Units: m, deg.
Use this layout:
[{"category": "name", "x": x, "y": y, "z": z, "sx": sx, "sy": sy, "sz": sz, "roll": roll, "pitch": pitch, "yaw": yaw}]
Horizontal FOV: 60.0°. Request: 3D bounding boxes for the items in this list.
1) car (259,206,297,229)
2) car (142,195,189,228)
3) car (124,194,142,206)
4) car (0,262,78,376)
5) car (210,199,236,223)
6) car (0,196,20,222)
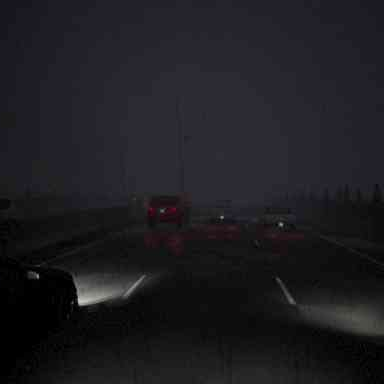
[{"category": "car", "x": 5.466, "y": 1.599, "z": 21.730, "sx": 1.895, "sy": 1.301, "sz": 4.718, "roll": 0, "pitch": 0, "yaw": 6}, {"category": "car", "x": -1.491, "y": 1.205, "z": 22.495, "sx": 2.150, "sy": 2.045, "sz": 5.566, "roll": 0, "pitch": 0, "yaw": 6}, {"category": "car", "x": -9.075, "y": 1.115, "z": 51.725, "sx": 2.097, "sy": 1.767, "sz": 4.553, "roll": 0, "pitch": 0, "yaw": 6}, {"category": "car", "x": -3.114, "y": 1.555, "z": 4.340, "sx": 1.994, "sy": 1.385, "sz": 4.181, "roll": 0, "pitch": 0, "yaw": 3}, {"category": "car", "x": 2.323, "y": 1.516, "z": 25.273, "sx": 1.812, "sy": 1.442, "sz": 4.674, "roll": 0, "pitch": 0, "yaw": 6}, {"category": "car", "x": -9.625, "y": 1.194, "z": 13.925, "sx": 2.150, "sy": 2.045, "sz": 5.566, "roll": 0, "pitch": 0, "yaw": 6}]
